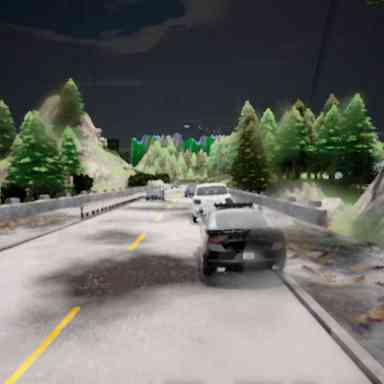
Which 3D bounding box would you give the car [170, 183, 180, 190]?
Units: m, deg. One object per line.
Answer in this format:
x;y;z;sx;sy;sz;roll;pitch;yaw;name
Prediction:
-3.920;-1.245;76.522;1.837;1.490;4.892;0;2;0;car

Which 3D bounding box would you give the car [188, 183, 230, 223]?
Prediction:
1.091;0.526;19.359;2.150;2.045;5.566;-3;2;1;car

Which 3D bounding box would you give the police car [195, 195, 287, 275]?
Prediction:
1.176;1.081;9.472;1.930;1.638;5.238;-2;1;0;police car

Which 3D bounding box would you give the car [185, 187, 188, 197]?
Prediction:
0.078;-0.205;46.796;2.097;1.767;4.553;0;2;1;car

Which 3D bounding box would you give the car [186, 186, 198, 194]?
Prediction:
0.063;-0.401;58.584;2.033;1.411;5.357;0;2;0;car

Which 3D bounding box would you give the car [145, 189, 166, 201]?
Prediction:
-4.048;0.311;37.614;1.994;1.385;4.181;0;2;0;car

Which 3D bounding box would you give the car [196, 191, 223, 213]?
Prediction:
1.227;0.680;25.350;1.812;1.442;4.674;0;2;0;car
